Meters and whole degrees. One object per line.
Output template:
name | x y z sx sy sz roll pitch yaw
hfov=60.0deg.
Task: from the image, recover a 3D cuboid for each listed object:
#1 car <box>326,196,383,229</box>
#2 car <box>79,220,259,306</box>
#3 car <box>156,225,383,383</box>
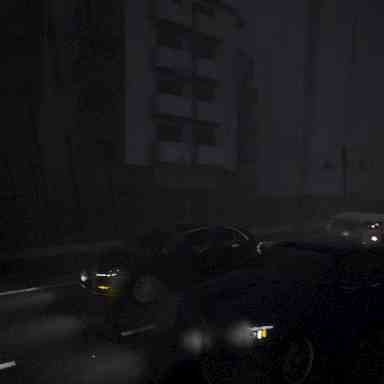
car | 7.984 1.210 13.956 5.566 2.045 2.150 0 0 -35
car | -0.214 1.502 8.127 4.892 1.490 1.837 0 0 -35
car | 1.956 1.522 5.377 4.674 1.442 1.812 0 0 -35
